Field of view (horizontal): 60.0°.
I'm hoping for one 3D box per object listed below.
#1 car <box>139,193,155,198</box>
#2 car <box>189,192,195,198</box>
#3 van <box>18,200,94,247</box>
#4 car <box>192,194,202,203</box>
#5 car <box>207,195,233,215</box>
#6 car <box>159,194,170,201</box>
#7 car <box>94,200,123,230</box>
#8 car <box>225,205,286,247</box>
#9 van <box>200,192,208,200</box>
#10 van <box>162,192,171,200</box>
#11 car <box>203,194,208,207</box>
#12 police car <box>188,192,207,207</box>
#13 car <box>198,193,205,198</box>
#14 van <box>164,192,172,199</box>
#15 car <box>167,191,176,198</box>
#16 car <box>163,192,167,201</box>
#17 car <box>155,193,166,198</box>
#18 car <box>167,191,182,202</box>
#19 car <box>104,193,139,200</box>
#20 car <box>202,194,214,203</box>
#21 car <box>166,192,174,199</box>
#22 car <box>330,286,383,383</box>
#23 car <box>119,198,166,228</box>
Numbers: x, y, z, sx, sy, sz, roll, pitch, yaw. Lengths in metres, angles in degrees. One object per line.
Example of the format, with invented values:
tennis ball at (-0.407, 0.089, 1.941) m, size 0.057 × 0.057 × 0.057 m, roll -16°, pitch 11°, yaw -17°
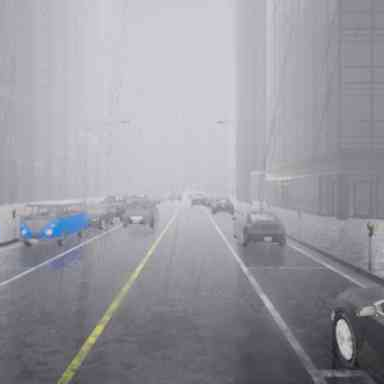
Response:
car at (-5.772, 1.075, 36.782) m, size 2.192 × 1.841 × 5.009 m, roll 0°, pitch 0°, yaw 0°
car at (-0.014, 0.767, 93.979) m, size 1.837 × 1.490 × 4.892 m, roll 0°, pitch 0°, yaw 0°
van at (-5.768, 1.245, 14.220) m, size 1.690 × 1.788 × 3.998 m, roll 0°, pitch 0°, yaw 0°
car at (0.891, 1.135, 60.815) m, size 1.812 × 1.442 × 4.674 m, roll 0°, pitch 0°, yaw 0°
car at (2.754, 1.235, 31.149) m, size 1.967 × 1.590 × 4.097 m, roll 0°, pitch 0°, yaw 0°
car at (-5.776, 1.074, 70.457) m, size 1.752 × 1.417 × 4.829 m, roll 0°, pitch 0°, yaw 0°
car at (-5.769, 1.417, 19.862) m, size 2.008 × 1.369 × 4.403 m, roll 0°, pitch 0°, yaw 0°
car at (2.758, 1.454, 14.229) m, size 2.008 × 1.369 × 4.403 m, roll 0°, pitch 0°, yaw 0°
van at (2.747, 0.853, 76.273) m, size 1.690 × 1.788 × 3.998 m, roll 0°, pitch 0°, yaw 0°
van at (-5.778, 0.853, 76.267) m, size 1.690 × 1.788 × 3.998 m, roll 0°, pitch 0°, yaw 0°
car at (2.753, 1.291, 42.431) m, size 1.947 × 1.339 × 4.313 m, roll 0°, pitch 0°, yaw 0°
police car at (0.836, 1.134, 44.915) m, size 1.930 × 1.638 × 5.238 m, roll 0°, pitch 0°, yaw -1°
car at (2.745, 0.987, 93.196) m, size 1.802 × 1.307 × 4.206 m, roll 0°, pitch 0°, yaw 0°
van at (-5.779, 0.817, 81.907) m, size 1.690 × 1.788 × 3.998 m, roll 0°, pitch 0°, yaw 0°
car at (-5.781, 0.720, 93.189) m, size 2.192 × 1.841 × 5.009 m, roll 0°, pitch 0°, yaw 0°
car at (-5.775, 1.133, 64.987) m, size 2.008 × 1.369 × 4.403 m, roll 0°, pitch 0°, yaw 0°
car at (-5.774, 1.220, 53.706) m, size 1.947 × 1.339 × 4.313 m, roll 0°, pitch 0°, yaw 0°
car at (-3.031, 0.816, 63.181) m, size 2.150 × 2.045 × 5.566 m, roll 0°, pitch 0°, yaw 1°
car at (-5.770, 1.146, 25.501) m, size 2.192 × 1.841 × 5.009 m, roll 0°, pitch 0°, yaw 0°
car at (2.750, 1.163, 59.352) m, size 1.887 × 1.381 × 4.507 m, roll 0°, pitch 0°, yaw 0°
car at (-5.779, 0.881, 87.549) m, size 1.967 × 1.590 × 4.097 m, roll 0°, pitch 0°, yaw 0°
car at (2.760, 1.530, 2.948) m, size 2.008 × 1.369 × 4.403 m, roll 0°, pitch 0°, yaw 0°
car at (-3.103, 1.351, 20.951) m, size 2.128 × 1.511 × 4.902 m, roll 0°, pitch 0°, yaw 0°
